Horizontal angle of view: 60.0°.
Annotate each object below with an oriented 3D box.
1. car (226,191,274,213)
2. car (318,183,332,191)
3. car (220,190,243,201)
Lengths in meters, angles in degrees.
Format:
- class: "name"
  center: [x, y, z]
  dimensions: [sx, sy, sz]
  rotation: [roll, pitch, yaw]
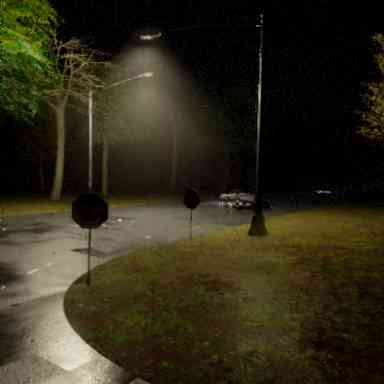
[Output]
- class: "car"
  center: [5.413, 0.937, 29.112]
  dimensions: [2.033, 1.411, 5.357]
  rotation: [3, 3, 35]
- class: "car"
  center: [30.376, -1.145, 75.996]
  dimensions: [2.097, 1.767, 4.553]
  rotation: [3, 4, 35]
- class: "car"
  center: [5.279, 0.430, 40.976]
  dimensions: [1.895, 1.301, 4.718]
  rotation: [3, 4, 35]
